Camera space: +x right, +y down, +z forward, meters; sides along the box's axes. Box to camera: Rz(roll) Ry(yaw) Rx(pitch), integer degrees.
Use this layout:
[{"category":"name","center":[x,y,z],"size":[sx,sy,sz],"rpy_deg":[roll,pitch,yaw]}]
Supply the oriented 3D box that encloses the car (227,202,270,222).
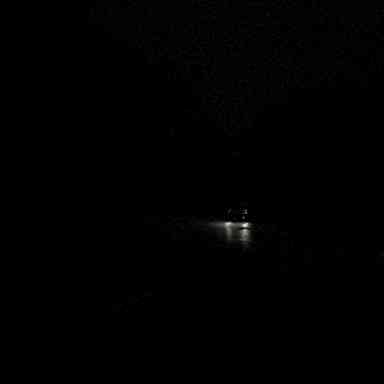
[{"category":"car","center":[4.991,1.660,29.302],"size":[2.097,1.767,4.553],"rpy_deg":[0,-1,40]}]
